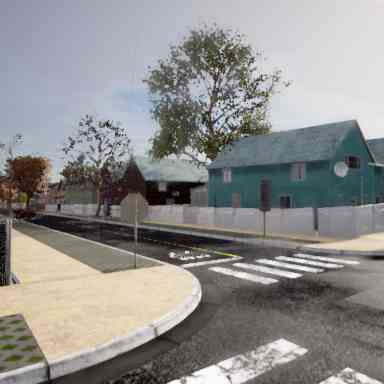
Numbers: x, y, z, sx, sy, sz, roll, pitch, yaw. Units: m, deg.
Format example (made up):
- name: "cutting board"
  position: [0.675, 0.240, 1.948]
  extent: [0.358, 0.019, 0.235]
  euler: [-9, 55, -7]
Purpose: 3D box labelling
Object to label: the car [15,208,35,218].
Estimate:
- name: "car"
  position: [-22.316, 2.775, 44.408]
  extent: [1.895, 1.301, 4.718]
  euler: [1, -2, -35]
